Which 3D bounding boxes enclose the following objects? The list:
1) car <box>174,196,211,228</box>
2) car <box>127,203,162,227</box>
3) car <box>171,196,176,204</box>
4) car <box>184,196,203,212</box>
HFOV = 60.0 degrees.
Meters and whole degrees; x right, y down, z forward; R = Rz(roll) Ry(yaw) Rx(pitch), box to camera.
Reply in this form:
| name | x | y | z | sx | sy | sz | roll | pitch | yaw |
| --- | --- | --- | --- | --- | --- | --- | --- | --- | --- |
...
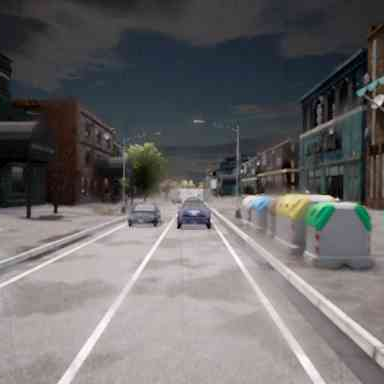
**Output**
| name | x | y | z | sx | sy | sz | roll | pitch | yaw |
| --- | --- | --- | --- | --- | --- | --- | --- | --- | --- |
| car | 0.122 | 1.323 | 22.135 | 2.097 | 1.767 | 4.553 | 0 | 0 | 0 |
| car | -3.076 | 1.474 | 22.381 | 1.812 | 1.442 | 4.674 | 0 | 0 | 0 |
| car | -2.968 | 1.547 | 63.818 | 1.837 | 1.490 | 4.892 | 0 | 0 | 1 |
| car | 0.135 | 1.347 | 39.829 | 2.097 | 1.767 | 4.553 | 0 | 0 | 0 |
